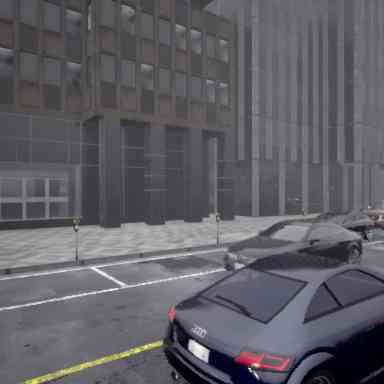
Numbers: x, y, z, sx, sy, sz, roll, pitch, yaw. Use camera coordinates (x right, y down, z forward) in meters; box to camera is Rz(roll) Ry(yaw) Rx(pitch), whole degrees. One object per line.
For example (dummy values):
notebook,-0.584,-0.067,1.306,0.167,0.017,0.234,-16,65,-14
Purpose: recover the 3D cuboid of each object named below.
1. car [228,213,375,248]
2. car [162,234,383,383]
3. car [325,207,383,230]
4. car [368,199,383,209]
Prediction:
car,3.022,1.525,9.397,4.674,1.442,1.812,0,0,-36
car,1.694,1.564,4.519,4.181,1.385,1.994,0,0,-36
car,6.687,1.565,15.285,4.313,1.339,1.947,0,0,-35
car,11.275,1.314,18.559,5.009,1.841,2.192,0,0,-35
